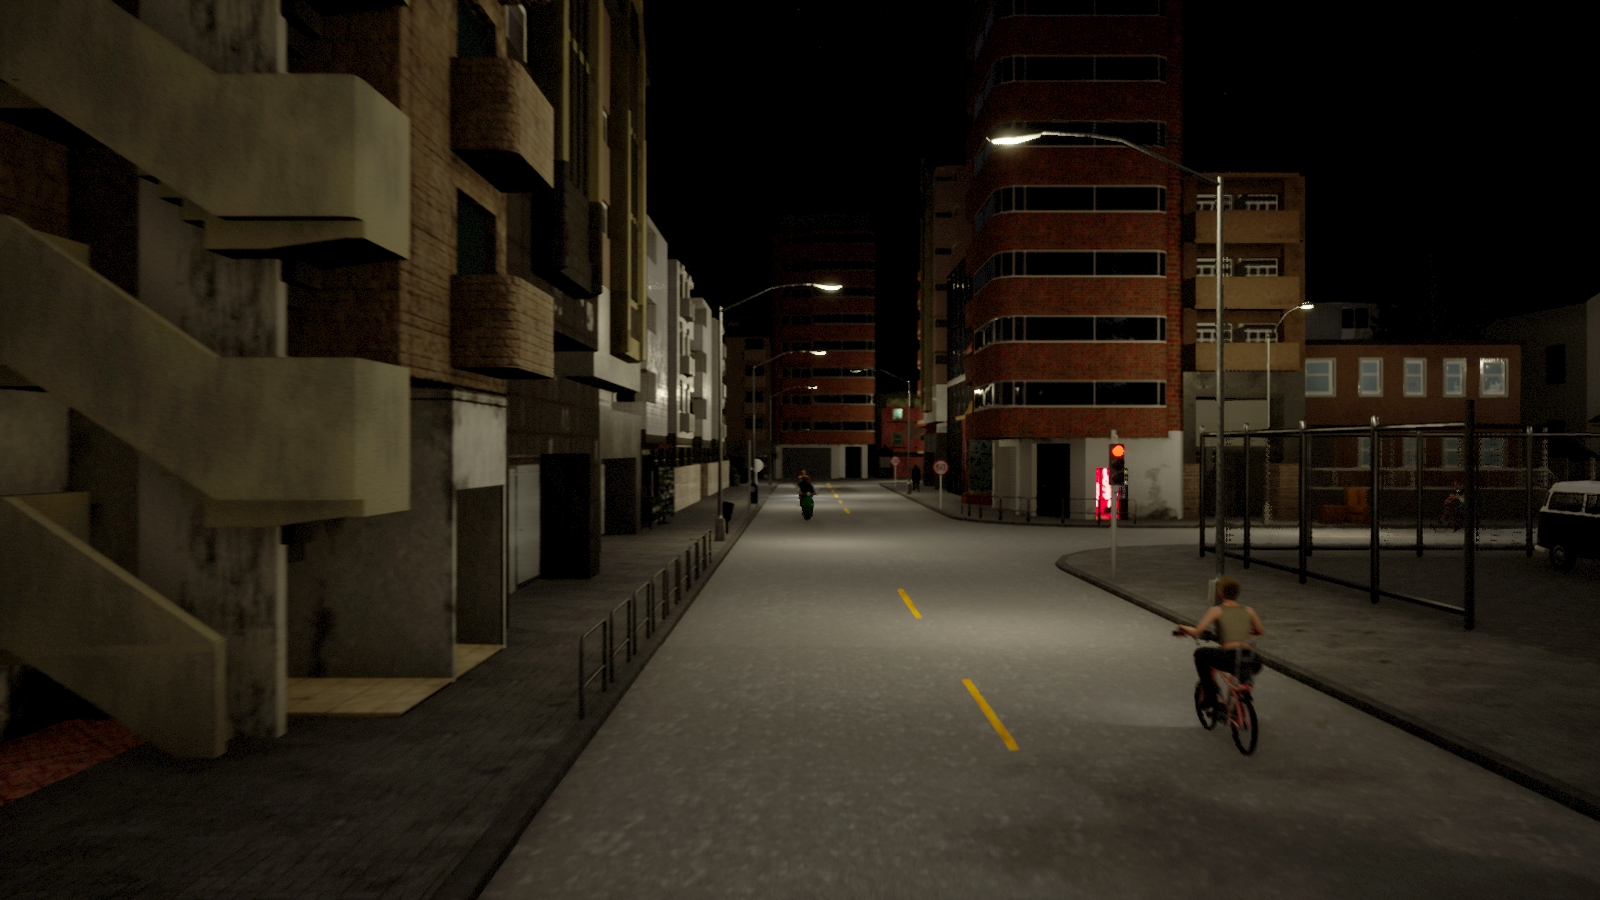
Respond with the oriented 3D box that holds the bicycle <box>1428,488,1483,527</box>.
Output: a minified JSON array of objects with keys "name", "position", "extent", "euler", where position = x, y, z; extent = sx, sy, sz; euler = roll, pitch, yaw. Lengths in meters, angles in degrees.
[{"name":"bicycle","position":[22.285,1.943,38.849],"extent":[1.643,1.296,0.373],"euler":[0,0,0]}]

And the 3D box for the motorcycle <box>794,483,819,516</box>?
[{"name":"motorcycle","position":[0.246,1.960,45.489],"extent":[0.856,1.236,1.805],"euler":[1,0,-4]}]

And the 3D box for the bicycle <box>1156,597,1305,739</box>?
[{"name":"bicycle","position":[4.064,2.037,10.923],"extent":[0.859,1.080,1.487],"euler":[0,0,0]}]
